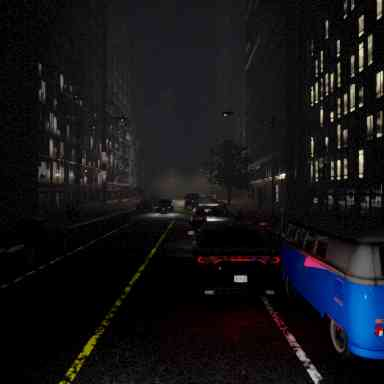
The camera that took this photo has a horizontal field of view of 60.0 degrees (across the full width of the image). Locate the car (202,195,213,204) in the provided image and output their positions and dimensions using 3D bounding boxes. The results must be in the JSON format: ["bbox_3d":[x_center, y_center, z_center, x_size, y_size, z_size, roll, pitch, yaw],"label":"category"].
[{"bbox_3d":[2.842,1.410,62.621,1.967,1.590,4.097,0,0,0],"label":"car"}]

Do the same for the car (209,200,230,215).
[{"bbox_3d":[2.773,1.581,34.158,1.802,1.307,4.206,0,0,0],"label":"car"}]

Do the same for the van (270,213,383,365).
[{"bbox_3d":[2.704,1.341,5.697,1.690,1.788,3.998,0,0,0],"label":"van"}]

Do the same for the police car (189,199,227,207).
[{"bbox_3d":[0.946,1.425,18.830,1.930,1.638,5.238,0,0,0],"label":"police car"}]

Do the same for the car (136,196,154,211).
[{"bbox_3d":[-5.594,1.548,39.875,2.008,1.369,4.403,0,0,0],"label":"car"}]

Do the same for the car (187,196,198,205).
[{"bbox_3d":[0.143,1.480,59.484,1.837,1.490,4.892,0,0,0],"label":"car"}]

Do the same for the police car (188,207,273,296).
[{"bbox_3d":[0.921,1.425,8.830,1.930,1.638,5.238,0,0,0],"label":"police car"}]

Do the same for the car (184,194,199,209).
[{"bbox_3d":[0.112,1.215,44.930,2.150,2.045,5.566,0,0,0],"label":"car"}]

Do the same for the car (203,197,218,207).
[{"bbox_3d":[2.814,1.538,51.236,2.008,1.369,4.403,0,0,0],"label":"car"}]

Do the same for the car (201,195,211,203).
[{"bbox_3d":[2.856,1.401,68.313,1.967,1.590,4.097,0,0,0],"label":"car"}]

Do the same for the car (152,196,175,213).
[{"bbox_3d":[-2.913,1.503,36.275,1.837,1.490,4.892,0,0,0],"label":"car"}]

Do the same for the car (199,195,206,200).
[{"bbox_3d":[2.911,1.463,91.083,1.887,1.381,4.507,0,0,0],"label":"car"}]

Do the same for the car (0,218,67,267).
[{"bbox_3d":[-5.663,1.582,11.411,1.802,1.307,4.206,0,0,0],"label":"car"}]

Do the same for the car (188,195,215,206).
[{"bbox_3d":[0.959,1.351,24.691,2.097,1.767,4.553,0,0,0],"label":"car"}]

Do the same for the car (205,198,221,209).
[{"bbox_3d":[2.801,1.544,45.543,2.008,1.369,4.403,0,0,0],"label":"car"}]
